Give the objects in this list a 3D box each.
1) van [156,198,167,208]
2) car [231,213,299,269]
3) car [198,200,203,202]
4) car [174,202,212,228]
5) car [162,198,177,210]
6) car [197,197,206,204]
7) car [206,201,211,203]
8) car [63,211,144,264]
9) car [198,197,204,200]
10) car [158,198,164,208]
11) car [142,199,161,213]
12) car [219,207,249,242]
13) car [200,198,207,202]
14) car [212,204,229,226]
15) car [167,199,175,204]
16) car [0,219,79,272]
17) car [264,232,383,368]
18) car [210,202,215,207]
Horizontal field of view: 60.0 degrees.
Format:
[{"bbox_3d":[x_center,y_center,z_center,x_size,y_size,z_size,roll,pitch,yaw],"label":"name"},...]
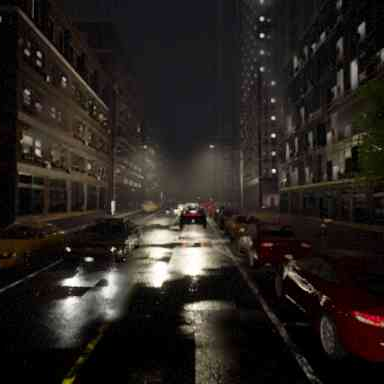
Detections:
[{"bbox_3d":[-5.734,2.034,62.826,1.690,1.788,3.998,1,-1,0],"label":"van"},{"bbox_3d":[2.662,1.668,11.433,1.887,1.381,4.507,1,-1,0],"label":"car"},{"bbox_3d":[0.058,2.056,42.079,1.895,1.301,4.718,0,-1,0],"label":"car"},{"bbox_3d":[0.077,1.752,24.276,2.128,1.511,4.902,0,-1,0],"label":"car"},{"bbox_3d":[-3.125,2.121,52.455,2.033,1.411,5.357,0,-1,0],"label":"car"},{"bbox_3d":[2.584,2.349,91.206,2.192,1.841,5.009,1,-1,0],"label":"car"},{"bbox_3d":[2.638,1.913,34.224,1.887,1.381,4.507,1,-1,0],"label":"car"},{"bbox_3d":[-3.112,1.683,12.723,2.033,1.411,5.357,0,-1,0],"label":"car"},{"bbox_3d":[2.594,2.333,79.807,1.967,1.590,4.097,1,-1,0],"label":"car"},{"bbox_3d":[-5.730,2.067,57.127,1.967,1.590,4.097,1,-1,0],"label":"car"},{"bbox_3d":[-5.720,2.020,45.562,1.752,1.417,4.829,1,-1,0],"label":"car"},{"bbox_3d":[2.656,1.711,17.302,1.752,1.417,4.829,1,-1,0],"label":"car"},{"bbox_3d":[2.621,2.105,51.317,1.887,1.381,4.507,1,-1,0],"label":"car"},{"bbox_3d":[2.650,1.789,22.830,1.887,1.381,4.507,1,-1,0],"label":"car"},{"bbox_3d":[-5.768,2.617,91.307,1.802,1.307,4.206,1,-1,0],"label":"car"},{"bbox_3d":[-5.685,1.647,11.380,1.752,1.417,4.829,1,-1,0],"label":"car"},{"bbox_3d":[2.666,1.644,5.735,1.802,1.307,4.206,1,-1,0],"label":"car"},{"bbox_3d":[2.644,1.857,28.527,2.008,1.369,4.403,1,-1,0],"label":"car"}]
